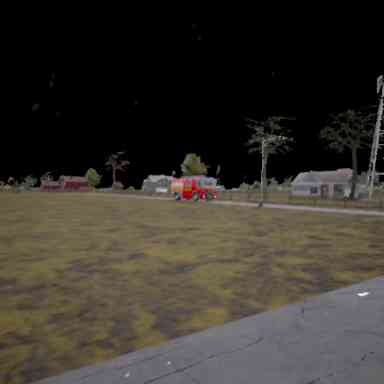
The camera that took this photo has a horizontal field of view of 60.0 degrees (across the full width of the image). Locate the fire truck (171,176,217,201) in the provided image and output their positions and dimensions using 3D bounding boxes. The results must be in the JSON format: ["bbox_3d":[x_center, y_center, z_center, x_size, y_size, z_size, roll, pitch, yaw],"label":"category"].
[{"bbox_3d":[0.138,-0.563,51.361,2.891,3.827,8.468,2,0,-35],"label":"fire truck"}]
